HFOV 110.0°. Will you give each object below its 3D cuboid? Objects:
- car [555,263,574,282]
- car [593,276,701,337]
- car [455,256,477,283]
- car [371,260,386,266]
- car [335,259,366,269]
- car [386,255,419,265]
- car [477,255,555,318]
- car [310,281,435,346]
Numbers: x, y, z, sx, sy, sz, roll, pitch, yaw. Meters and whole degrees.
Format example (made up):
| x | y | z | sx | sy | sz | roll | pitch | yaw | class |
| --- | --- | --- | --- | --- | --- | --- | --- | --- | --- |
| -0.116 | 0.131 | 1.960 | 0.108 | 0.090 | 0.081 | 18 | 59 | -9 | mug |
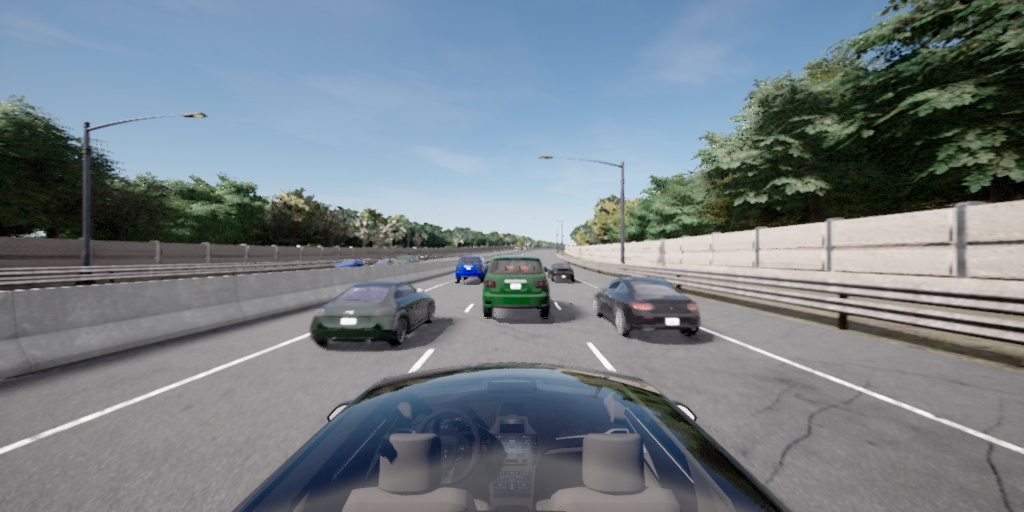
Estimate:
| x | y | z | sx | sy | sz | roll | pitch | yaw | class |
| --- | --- | --- | --- | --- | --- | --- | --- | --- | --- |
| 3.970 | 1.292 | 29.506 | 1.837 | 1.490 | 4.892 | 0 | 0 | 2 | car |
| 3.624 | 1.298 | 10.322 | 1.812 | 1.442 | 4.674 | 0 | 0 | 1 | car |
| -3.060 | 1.005 | 28.495 | 2.150 | 2.045 | 5.566 | 0 | 0 | 2 | car |
| -16.643 | 1.232 | 47.026 | 2.033 | 1.411 | 5.357 | 0 | 1 | 3 | car |
| -20.222 | 1.183 | 45.044 | 1.882 | 1.535 | 5.008 | 0 | 1 | 2 | car |
| -13.243 | 0.931 | 44.616 | 2.150 | 2.045 | 5.566 | 0 | 1 | 2 | car |
| 0.175 | 0.995 | 13.257 | 2.150 | 2.045 | 5.566 | 0 | 0 | 1 | car |
| -3.388 | 1.333 | 9.511 | 1.994 | 1.385 | 4.181 | 0 | 0 | 1 | car |
